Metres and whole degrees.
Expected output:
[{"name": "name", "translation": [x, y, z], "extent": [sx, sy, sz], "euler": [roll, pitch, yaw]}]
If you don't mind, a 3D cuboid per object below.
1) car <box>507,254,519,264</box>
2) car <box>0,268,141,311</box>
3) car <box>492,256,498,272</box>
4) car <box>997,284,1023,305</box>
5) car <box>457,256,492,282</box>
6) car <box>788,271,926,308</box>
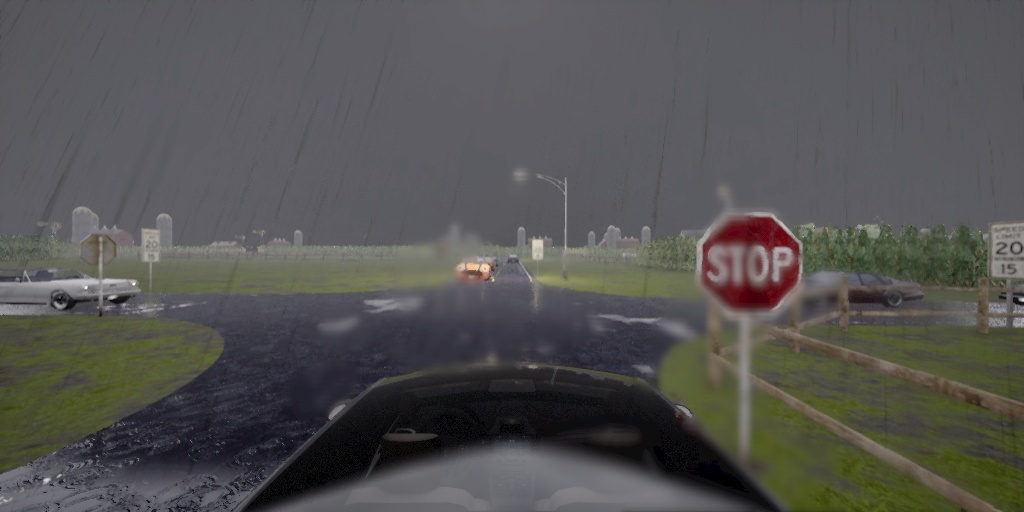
[{"name": "car", "translation": [0.216, 0.520, 59.525], "extent": [1.882, 1.535, 5.008], "euler": [0, 1, 0]}, {"name": "car", "translation": [-15.648, 1.052, 12.101], "extent": [4.718, 1.301, 1.895], "euler": [1, 0, 0]}, {"name": "car", "translation": [-2.765, 0.798, 37.623], "extent": [1.882, 1.535, 5.008], "euler": [0, 0, 0]}, {"name": "car", "translation": [23.844, 1.458, 14.834], "extent": [5.357, 1.411, 2.033], "euler": [1, 0, 0]}, {"name": "car", "translation": [-2.627, 0.824, 25.241], "extent": [2.097, 1.767, 4.553], "euler": [0, 1, -3]}, {"name": "car", "translation": [13.670, 1.338, 14.906], "extent": [5.357, 1.411, 2.033], "euler": [1, 0, 1]}]
